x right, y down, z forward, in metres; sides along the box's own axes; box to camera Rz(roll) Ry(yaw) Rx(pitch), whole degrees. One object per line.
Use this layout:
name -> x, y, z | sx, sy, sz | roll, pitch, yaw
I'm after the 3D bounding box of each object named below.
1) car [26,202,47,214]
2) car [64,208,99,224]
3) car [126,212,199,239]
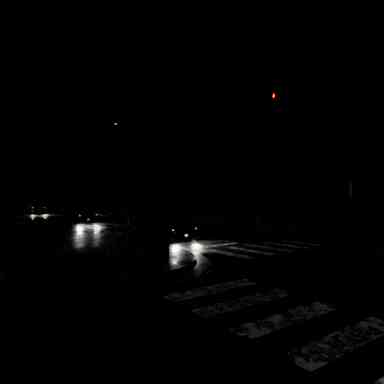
car -> -22.420, 2.238, 47.806 | 2.097, 1.767, 4.553 | 0, -1, -35
car -> -10.155, 2.117, 30.373 | 1.895, 1.301, 4.718 | 0, -1, -35
car -> -1.842, 1.814, 18.686 | 2.033, 1.411, 5.357 | 0, -1, -36
